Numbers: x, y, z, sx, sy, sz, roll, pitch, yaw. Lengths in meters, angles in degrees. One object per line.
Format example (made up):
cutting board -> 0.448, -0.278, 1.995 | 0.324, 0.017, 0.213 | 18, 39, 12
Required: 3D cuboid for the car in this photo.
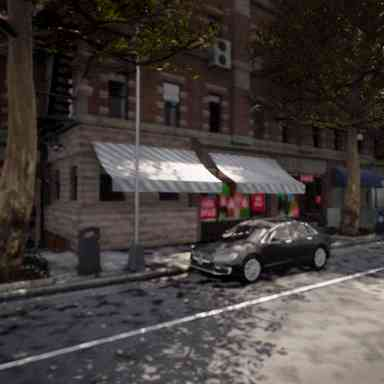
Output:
car -> 2.196, 1.549, 9.899 | 4.892, 1.521, 2.231 | 1, 0, -36
